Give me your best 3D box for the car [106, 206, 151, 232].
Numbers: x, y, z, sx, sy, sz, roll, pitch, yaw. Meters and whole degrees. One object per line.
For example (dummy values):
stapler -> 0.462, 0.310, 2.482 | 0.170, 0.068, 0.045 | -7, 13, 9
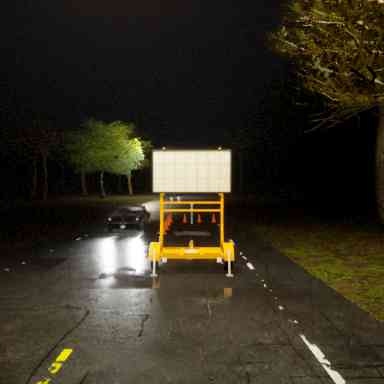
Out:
car -> -3.613, 1.491, 19.616 | 1.895, 1.301, 4.718 | 0, 1, 0

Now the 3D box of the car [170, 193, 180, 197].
car -> -3.547, 0.202, 69.782 | 1.837, 1.490, 4.892 | 0, 2, 0

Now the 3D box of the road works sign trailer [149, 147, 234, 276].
road works sign trailer -> -0.006, 0.433, 10.176 | 2.380, 3.560, 2.880 | 0, 0, 0
